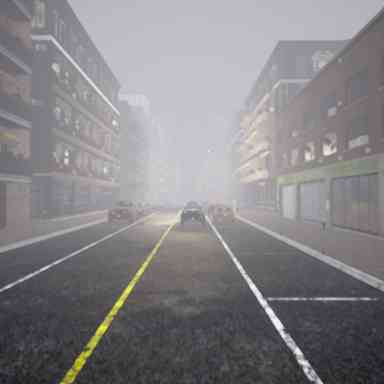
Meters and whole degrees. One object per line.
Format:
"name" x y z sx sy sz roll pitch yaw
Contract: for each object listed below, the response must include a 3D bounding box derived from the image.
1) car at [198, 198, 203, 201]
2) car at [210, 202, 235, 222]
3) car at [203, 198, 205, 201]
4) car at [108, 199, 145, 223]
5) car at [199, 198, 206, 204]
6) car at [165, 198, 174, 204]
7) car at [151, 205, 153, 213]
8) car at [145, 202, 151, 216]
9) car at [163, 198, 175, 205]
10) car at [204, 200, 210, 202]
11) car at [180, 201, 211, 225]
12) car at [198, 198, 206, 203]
"car" 0.059 1.855 41.827 1.882 1.535 5.008 0 -1 0
"car" 2.667 1.784 28.605 1.752 1.417 4.829 0 -1 0
"car" 2.638 2.110 62.250 2.008 1.369 4.403 0 -1 0
"car" -5.712 1.574 28.433 2.192 1.841 5.009 0 -1 0
"car" 2.619 2.284 84.964 1.752 1.417 4.829 0 -1 0
"car" -5.763 2.310 84.791 2.008 1.369 4.403 0 -1 0
"car" -5.723 1.905 39.704 1.887 1.381 4.507 0 -1 0
"car" -5.718 1.750 34.068 1.967 1.590 4.097 0 -1 0
"car" -5.757 2.260 79.155 2.008 1.369 4.403 0 -1 0
"car" 2.657 1.903 39.707 1.887 1.381 4.507 0 -1 0
"car" 0.077 1.728 26.110 2.128 1.511 4.902 0 -1 0
"car" 2.613 2.373 90.430 1.947 1.339 4.313 0 -1 0
